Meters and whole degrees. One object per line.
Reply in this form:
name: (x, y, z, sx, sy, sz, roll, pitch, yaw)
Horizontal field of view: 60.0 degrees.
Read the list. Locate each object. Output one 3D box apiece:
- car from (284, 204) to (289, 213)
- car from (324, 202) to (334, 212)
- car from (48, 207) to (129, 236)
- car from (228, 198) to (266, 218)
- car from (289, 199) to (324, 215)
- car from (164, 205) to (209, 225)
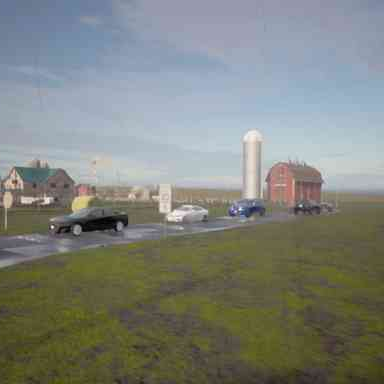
car: (14.859, 2.186, 47.983, 1.882, 1.535, 5.008, 1, -1, 37)
car: (21.003, 2.359, 52.231, 1.837, 1.490, 4.892, 1, 0, 28)
car: (-6.029, 1.651, 19.875, 1.882, 1.535, 5.008, 1, 0, 35)
car: (6.132, 1.699, 36.333, 2.150, 2.045, 5.566, 1, 0, 37)
car: (15.047, 1.913, 43.428, 2.150, 2.045, 5.566, 1, 0, 36)
car: (-0.319, 1.839, 27.644, 1.812, 1.442, 4.674, 1, 0, 37)
